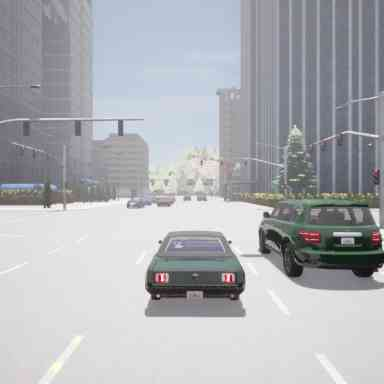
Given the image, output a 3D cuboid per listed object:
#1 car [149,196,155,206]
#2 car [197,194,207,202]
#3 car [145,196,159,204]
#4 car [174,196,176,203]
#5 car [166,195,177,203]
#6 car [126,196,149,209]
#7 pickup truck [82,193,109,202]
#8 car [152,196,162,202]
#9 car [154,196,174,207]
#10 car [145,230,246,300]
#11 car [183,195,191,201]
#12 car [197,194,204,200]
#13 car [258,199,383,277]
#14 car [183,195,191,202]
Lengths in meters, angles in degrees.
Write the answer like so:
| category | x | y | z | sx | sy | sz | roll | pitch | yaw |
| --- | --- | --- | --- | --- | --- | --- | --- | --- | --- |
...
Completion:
| category | x | y | z | sx | sy | sz | roll | pitch | yaw |
| --- | --- | --- | --- | --- | --- | --- | --- | --- | --- |
| car | -7.865 | 1.525 | 55.884 | 1.812 | 1.442 | 4.674 | 0 | 0 | -1 |
| car | 2.397 | 1.348 | 78.784 | 2.097 | 1.767 | 4.553 | 0 | 0 | -1 |
| car | -7.953 | 1.491 | 66.162 | 2.128 | 1.511 | 4.902 | 0 | 0 | 0 |
| car | -4.423 | 1.601 | 61.898 | 1.895 | 1.301 | 4.718 | 0 | 0 | 0 |
| car | -4.514 | 1.524 | 72.353 | 2.128 | 1.511 | 4.902 | 0 | 0 | -1 |
| car | -7.821 | 1.492 | 46.345 | 2.128 | 1.511 | 4.902 | 0 | 0 | 2 |
| pickup truck | -21.151 | 1.058 | 73.381 | 2.390 | 2.098 | 6.274 | 0 | 0 | 30 |
| car | -8.070 | 1.588 | 76.348 | 1.895 | 1.301 | 4.718 | 0 | 0 | -1 |
| car | -4.300 | 1.477 | 51.408 | 1.882 | 1.535 | 5.008 | 0 | 0 | -1 |
| car | 0.076 | 1.601 | 8.321 | 1.895 | 1.301 | 4.718 | 0 | 0 | 0 |
| car | -1.244 | 1.540 | 88.871 | 2.033 | 1.411 | 5.357 | 0 | 0 | -1 |
| car | 2.254 | 1.386 | 89.065 | 1.882 | 1.535 | 5.008 | 0 | 0 | -1 |
| car | 3.588 | 1.221 | 10.349 | 2.150 | 2.045 | 5.566 | 0 | 0 | 0 |
| car | -1.099 | 1.500 | 78.516 | 1.837 | 1.490 | 4.892 | 0 | 0 | -1 |
